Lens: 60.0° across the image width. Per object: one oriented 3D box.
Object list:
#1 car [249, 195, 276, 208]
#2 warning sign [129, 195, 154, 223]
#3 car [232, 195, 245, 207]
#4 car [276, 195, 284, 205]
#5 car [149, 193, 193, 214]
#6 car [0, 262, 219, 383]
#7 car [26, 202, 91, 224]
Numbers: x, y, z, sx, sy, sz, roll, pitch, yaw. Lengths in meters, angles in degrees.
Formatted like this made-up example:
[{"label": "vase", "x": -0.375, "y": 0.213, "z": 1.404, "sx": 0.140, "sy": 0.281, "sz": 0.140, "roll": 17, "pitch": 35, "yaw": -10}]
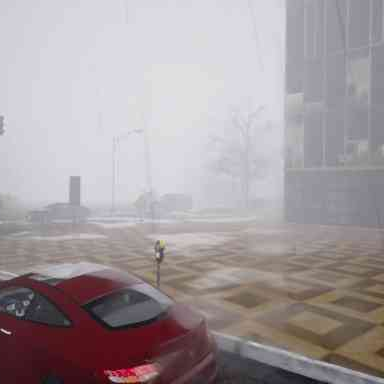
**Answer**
[{"label": "car", "x": 9.709, "y": 1.468, "z": 46.892, "sx": 1.812, "sy": 1.442, "sz": 4.674, "roll": 1, "pitch": 1, "yaw": 35}, {"label": "warning sign", "x": -3.488, "y": 1.141, "z": 22.950, "sx": 1.300, "sy": 1.860, "sz": 1.060, "roll": 1, "pitch": 1, "yaw": 34}, {"label": "car", "x": 7.717, "y": 1.249, "z": 49.434, "sx": 2.097, "sy": 1.767, "sz": 4.553, "roll": 1, "pitch": 1, "yaw": 35}, {"label": "car", "x": 15.268, "y": 1.275, "z": 55.066, "sx": 2.097, "sy": 1.767, "sz": 4.553, "roll": 1, "pitch": 1, "yaw": 34}, {"label": "car", "x": -2.105, "y": 1.151, "z": 35.239, "sx": 2.150, "sy": 2.045, "sz": 5.566, "roll": 1, "pitch": 0, "yaw": 34}, {"label": "car", "x": -1.660, "y": 1.581, "z": 4.209, "sx": 4.206, "sy": 1.307, "sz": 1.802, "roll": 0, "pitch": 1, "yaw": 36}, {"label": "car", "x": -9.622, "y": 1.475, "z": 24.314, "sx": 1.812, "sy": 1.442, "sz": 4.674, "roll": 1, "pitch": 1, "yaw": 36}]
